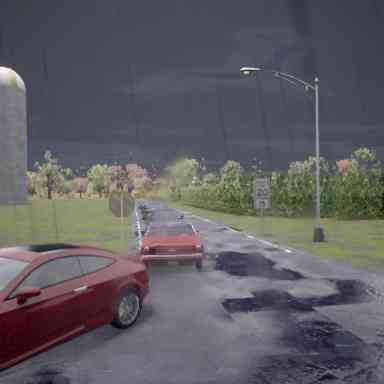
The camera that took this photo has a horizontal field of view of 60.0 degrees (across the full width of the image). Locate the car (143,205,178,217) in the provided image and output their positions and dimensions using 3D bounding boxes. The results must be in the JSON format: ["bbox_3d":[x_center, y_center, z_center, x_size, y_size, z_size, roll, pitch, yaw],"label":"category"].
[{"bbox_3d":[-1.413,1.650,17.817,1.994,1.385,4.181,-1,0,-10],"label":"car"}]

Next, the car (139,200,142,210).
[{"bbox_3d":[-3.502,1.702,29.871,1.994,1.385,4.181,-1,0,-10],"label":"car"}]

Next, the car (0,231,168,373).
[{"bbox_3d":[-2.474,1.555,4.928,1.812,1.442,4.674,0,-1,30],"label":"car"}]

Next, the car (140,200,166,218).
[{"bbox_3d":[-2.376,1.601,23.452,2.128,1.511,4.902,-1,0,-10],"label":"car"}]

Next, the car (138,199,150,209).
[{"bbox_3d":[-4.551,1.711,35.734,2.033,1.411,5.357,-1,0,-10],"label":"car"}]

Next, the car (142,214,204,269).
[{"bbox_3d":[-0.709,1.664,11.370,1.895,1.301,4.718,-1,0,-5],"label":"car"}]

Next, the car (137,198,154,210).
[{"bbox_3d":[-6.649,1.706,47.073,2.128,1.511,4.902,-1,0,-11],"label":"car"}]
